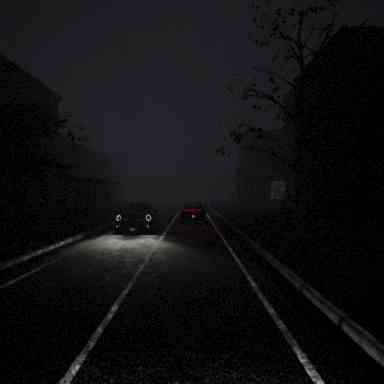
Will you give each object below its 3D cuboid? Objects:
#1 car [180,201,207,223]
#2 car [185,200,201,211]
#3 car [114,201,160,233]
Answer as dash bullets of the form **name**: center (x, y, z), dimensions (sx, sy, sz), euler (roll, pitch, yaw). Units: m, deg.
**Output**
- **car**: center (0.099, 1.501, 25.594), dimensions (2.128, 1.511, 4.902), euler (0, 0, 0)
- **car**: center (0.099, 1.761, 43.014), dimensions (1.895, 1.301, 4.718), euler (0, -1, 0)
- **car**: center (-3.100, 1.359, 19.526), dimensions (2.097, 1.767, 4.553), euler (0, 0, 0)
